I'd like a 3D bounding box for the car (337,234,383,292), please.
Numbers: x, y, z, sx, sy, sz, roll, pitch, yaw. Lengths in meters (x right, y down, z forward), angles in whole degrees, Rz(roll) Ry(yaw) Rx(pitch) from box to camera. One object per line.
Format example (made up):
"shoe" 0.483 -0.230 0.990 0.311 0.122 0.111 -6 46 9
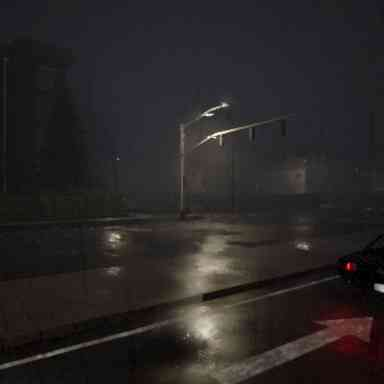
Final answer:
"car" 5.550 1.614 7.872 4.718 1.301 1.895 0 0 -36
